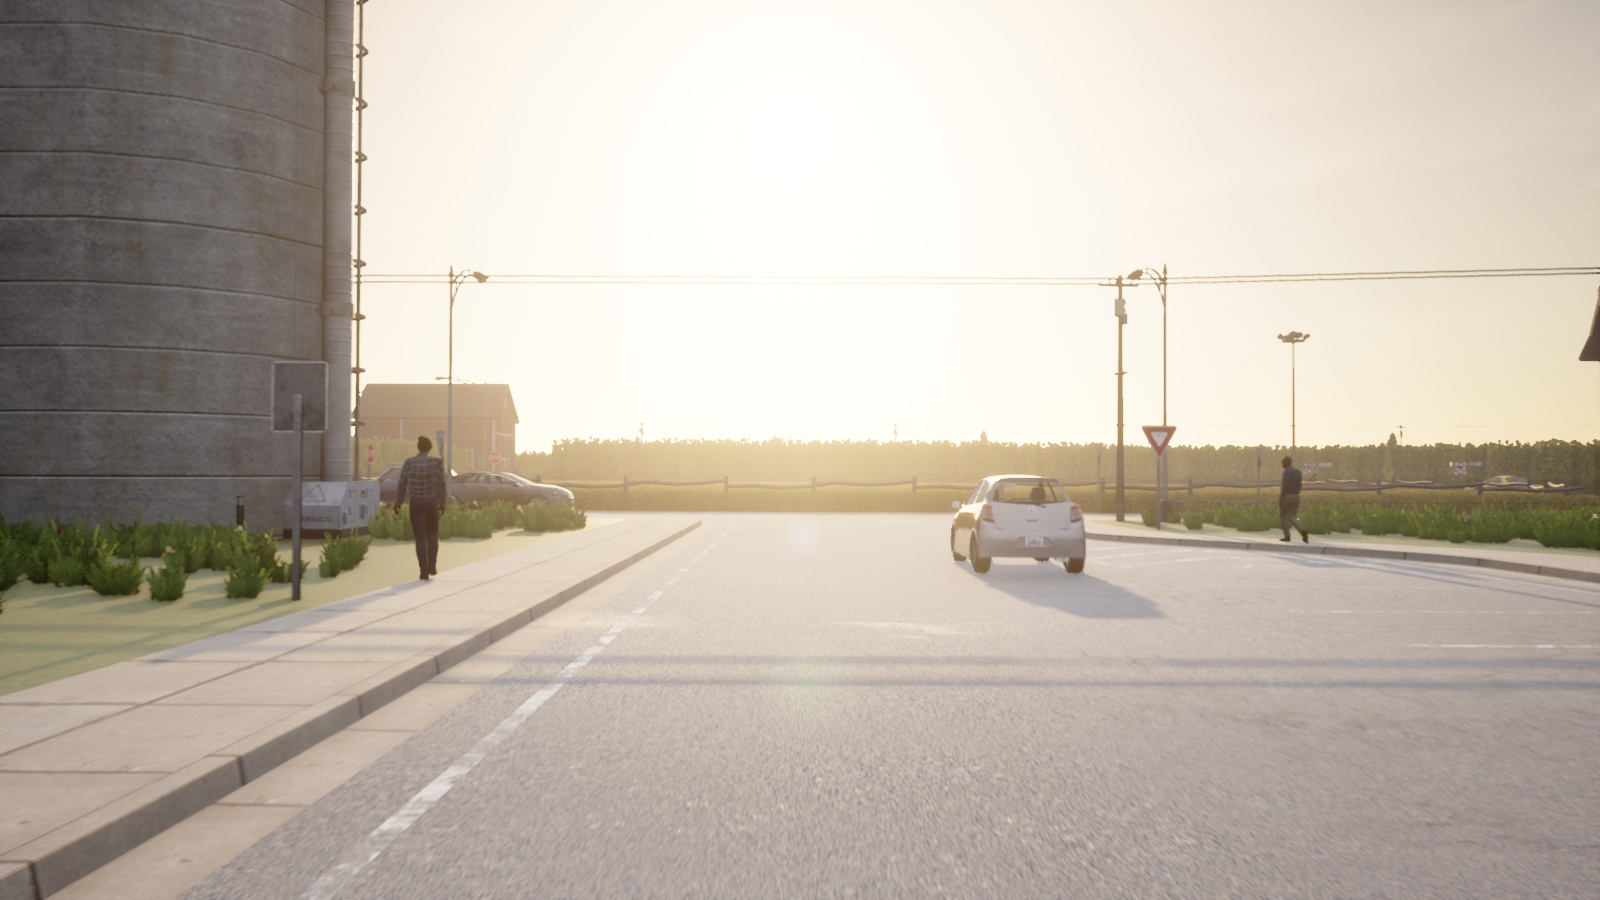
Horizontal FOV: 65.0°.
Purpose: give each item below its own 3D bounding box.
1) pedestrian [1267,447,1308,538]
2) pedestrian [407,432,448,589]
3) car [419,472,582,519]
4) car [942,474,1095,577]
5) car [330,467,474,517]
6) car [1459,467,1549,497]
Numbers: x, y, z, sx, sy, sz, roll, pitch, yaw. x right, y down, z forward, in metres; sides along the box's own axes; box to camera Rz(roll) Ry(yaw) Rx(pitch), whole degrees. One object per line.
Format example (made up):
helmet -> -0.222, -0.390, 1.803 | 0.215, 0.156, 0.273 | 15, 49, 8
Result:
pedestrian -> 9.924, 0.859, 25.583 | 0.370, 1.835, 0.726 | 0, -1, -21
pedestrian -> -4.729, 0.756, 15.973 | 0.423, 1.949, 0.788 | 0, -1, -11
car -> -9.938, 1.513, 41.966 | 4.902, 1.511, 2.128 | 0, -1, 1
car -> 3.452, 1.158, 20.500 | 1.845, 1.501, 3.633 | 0, -1, 0
car -> -14.378, 1.494, 45.527 | 4.553, 1.767, 2.097 | 0, -1, 1
car -> 39.199, 1.770, 70.086 | 1.801, 1.575, 5.366 | 0, -1, -3
